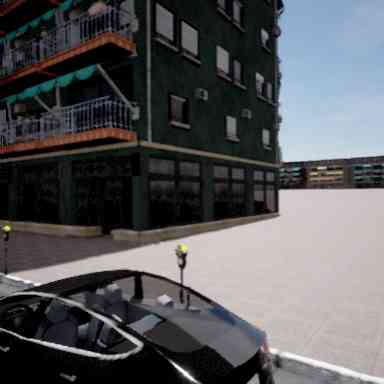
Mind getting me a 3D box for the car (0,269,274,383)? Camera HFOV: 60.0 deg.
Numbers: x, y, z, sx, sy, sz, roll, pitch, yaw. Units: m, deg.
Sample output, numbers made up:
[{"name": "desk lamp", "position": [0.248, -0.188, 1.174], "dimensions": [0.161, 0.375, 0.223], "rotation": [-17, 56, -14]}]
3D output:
[{"name": "car", "position": [-1.250, 1.587, 3.762], "dimensions": [4.313, 1.339, 1.947], "rotation": [0, 0, 35]}]
